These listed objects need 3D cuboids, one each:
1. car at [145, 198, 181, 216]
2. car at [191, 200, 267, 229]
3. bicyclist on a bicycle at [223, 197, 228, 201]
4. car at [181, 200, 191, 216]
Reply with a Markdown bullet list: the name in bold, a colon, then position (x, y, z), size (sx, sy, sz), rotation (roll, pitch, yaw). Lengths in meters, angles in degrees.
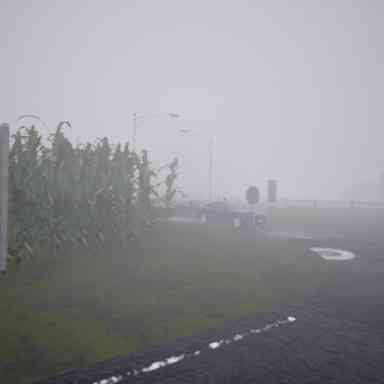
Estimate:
- **car**: position (-3.501, 1.230, 28.343), size (2.033, 1.411, 5.357), rotation (1, 0, -36)
- **car**: position (2.310, 1.285, 20.274), size (1.882, 1.535, 5.008), rotation (1, 0, -36)
- **bicyclist on a bicycle**: position (2.978, 1.249, 29.558), size (1.656, 1.620, 0.582), rotation (-1, 1, -36)
- **car**: position (-0.076, 1.356, 28.677), size (1.895, 1.301, 4.718), rotation (1, 0, -36)
